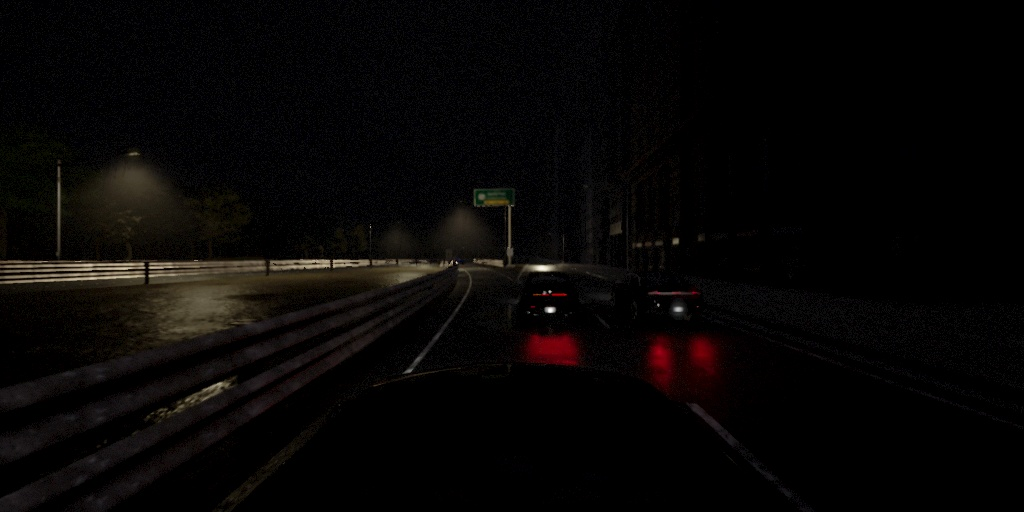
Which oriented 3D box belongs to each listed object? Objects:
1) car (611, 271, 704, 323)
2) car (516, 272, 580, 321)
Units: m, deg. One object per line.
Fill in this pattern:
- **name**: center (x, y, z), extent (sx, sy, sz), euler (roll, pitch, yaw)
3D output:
- **car**: center (4.703, 1.258, 12.264), extent (2.128, 1.511, 4.902), euler (0, 0, 3)
- **car**: center (1.220, 1.275, 12.524), extent (1.837, 1.490, 4.892), euler (0, 0, 3)
